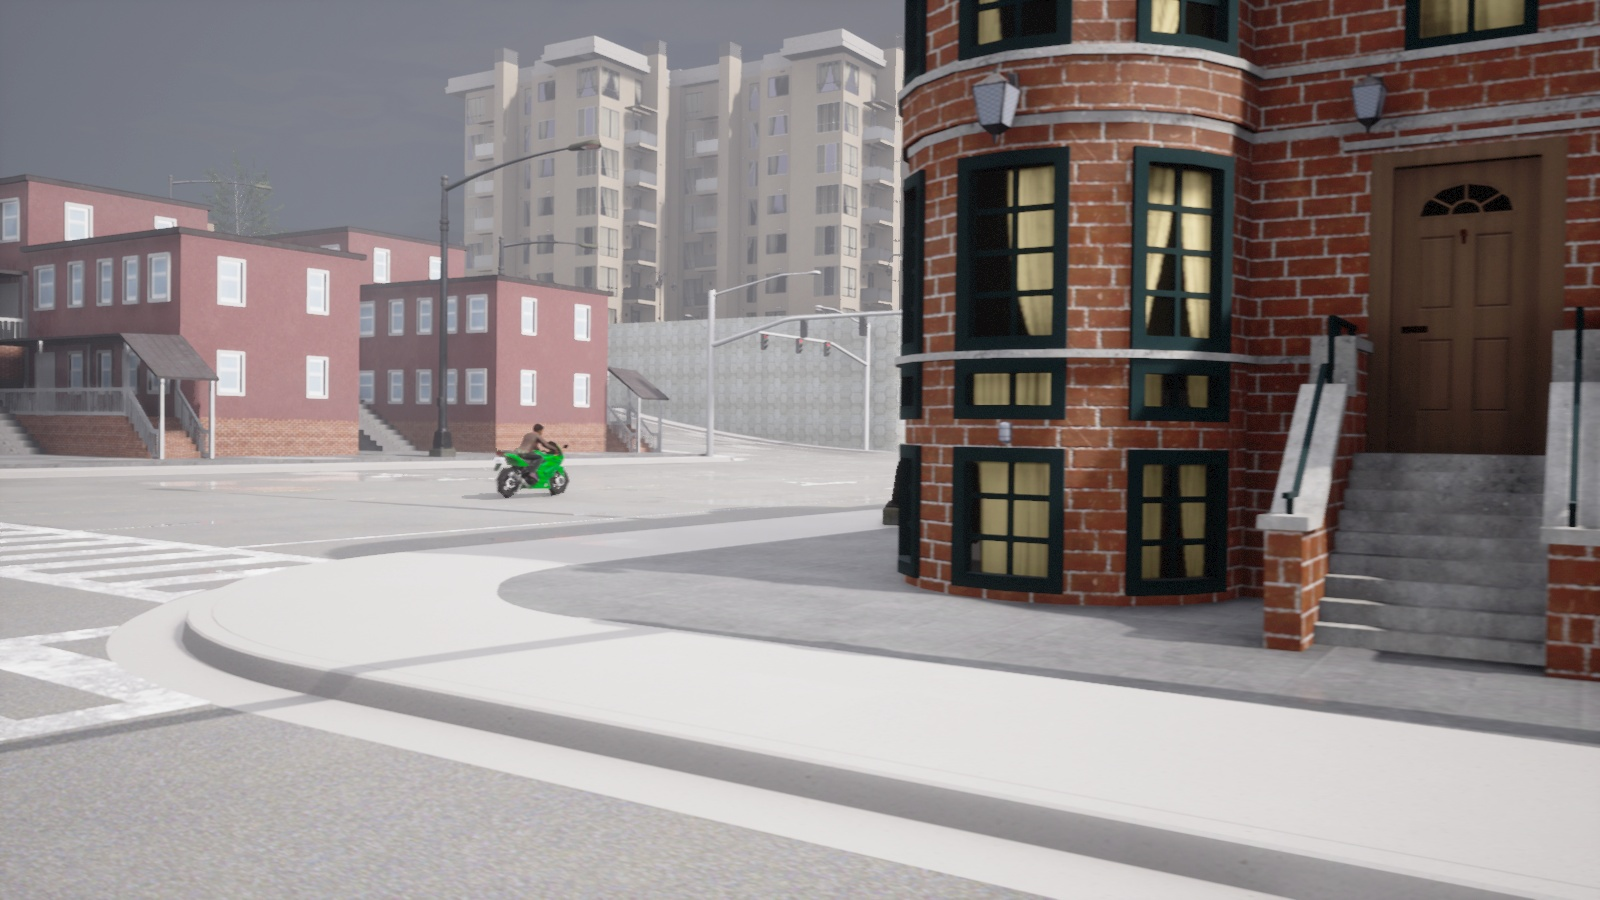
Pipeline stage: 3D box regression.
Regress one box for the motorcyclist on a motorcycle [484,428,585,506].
[{"bbox_3d":[-5.426,0.313,25.796,0.797,1.523,2.044,0,1,34],"label":"motorcyclist on a motorcycle"}]
